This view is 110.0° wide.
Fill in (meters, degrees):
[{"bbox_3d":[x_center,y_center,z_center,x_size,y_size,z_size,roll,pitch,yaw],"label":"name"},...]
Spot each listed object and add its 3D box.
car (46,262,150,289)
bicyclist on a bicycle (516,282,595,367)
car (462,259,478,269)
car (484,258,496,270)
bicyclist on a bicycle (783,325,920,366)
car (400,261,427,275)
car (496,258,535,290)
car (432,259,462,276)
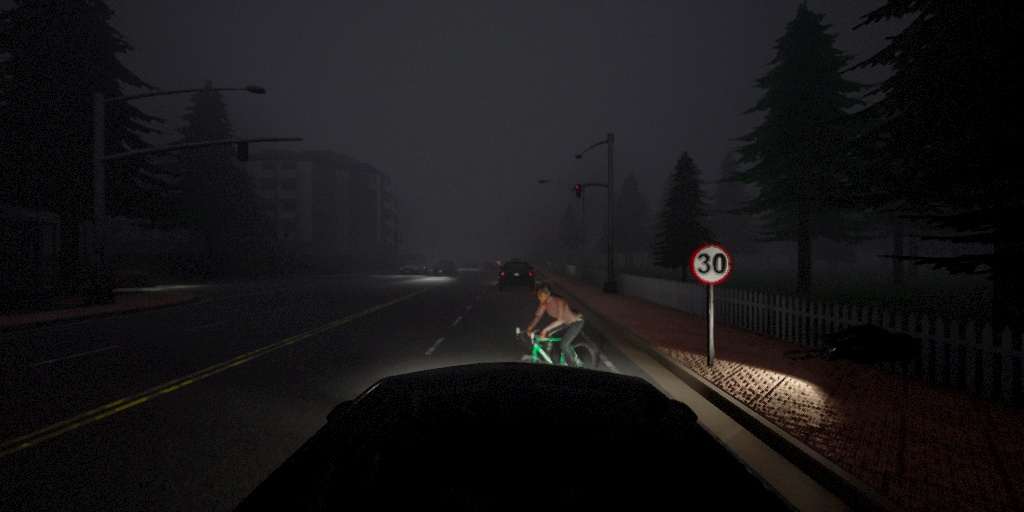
[{"bbox_3d":[-25.359,1.167,22.063,5.008,1.535,1.882,1,0,0],"label":"car"},{"bbox_3d":[0.592,1.191,5.106,1.656,1.620,0.582,-3,1,-33],"label":"bicyclist on a bicycle"},{"bbox_3d":[-6.561,1.216,55.653,1.812,1.442,4.674,0,0,1],"label":"car"},{"bbox_3d":[-2.939,1.297,51.015,1.895,1.301,4.718,0,0,1],"label":"car"},{"bbox_3d":[5.066,1.371,5.234,1.656,0.582,1.620,-5,-26,22],"label":"bicyclist on a bicycle"},{"bbox_3d":[-10.260,1.236,37.698,1.812,1.442,4.674,0,0,1],"label":"car"},{"bbox_3d":[0.287,1.079,22.547,2.097,1.767,4.553,0,0,1],"label":"car"},{"bbox_3d":[-6.772,1.203,36.538,2.128,1.511,4.902,0,0,1],"label":"car"}]
